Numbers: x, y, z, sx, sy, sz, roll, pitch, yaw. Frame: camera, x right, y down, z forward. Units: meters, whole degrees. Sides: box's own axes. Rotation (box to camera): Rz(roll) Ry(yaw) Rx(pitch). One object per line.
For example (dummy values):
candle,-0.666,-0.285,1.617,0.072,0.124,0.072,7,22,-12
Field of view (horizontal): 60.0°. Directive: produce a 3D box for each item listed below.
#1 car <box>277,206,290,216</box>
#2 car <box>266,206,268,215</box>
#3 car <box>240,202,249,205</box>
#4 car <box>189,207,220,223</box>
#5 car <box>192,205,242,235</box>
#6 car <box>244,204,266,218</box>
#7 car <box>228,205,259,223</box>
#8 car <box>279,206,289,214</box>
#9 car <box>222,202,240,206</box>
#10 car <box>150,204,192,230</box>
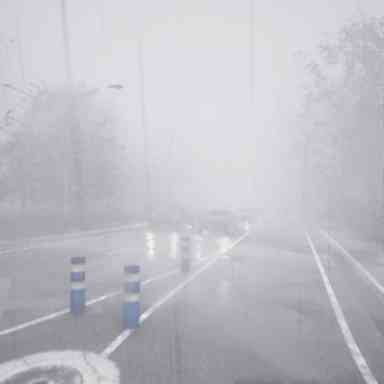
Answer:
car,14.891,3.124,54.013,1.994,1.385,4.181,1,-2,16
car,11.908,3.038,56.382,1.882,1.535,5.008,1,-2,16
car,9.212,2.806,59.690,2.150,2.045,5.566,1,-2,16
car,1.278,2.196,32.161,1.895,1.301,4.718,1,-2,17
car,1.744,1.806,21.333,1.837,1.490,4.892,1,-2,17
car,8.228,2.599,43.427,1.837,1.490,4.892,1,-2,17
car,5.030,2.237,32.438,2.033,1.411,5.357,1,-2,17
car,17.538,3.367,63.523,1.812,1.442,4.674,1,-1,15
car,4.559,2.363,43.479,2.097,1.767,4.553,1,-2,16
car,-1.256,1.643,23.554,2.097,1.767,4.553,1,-2,17
